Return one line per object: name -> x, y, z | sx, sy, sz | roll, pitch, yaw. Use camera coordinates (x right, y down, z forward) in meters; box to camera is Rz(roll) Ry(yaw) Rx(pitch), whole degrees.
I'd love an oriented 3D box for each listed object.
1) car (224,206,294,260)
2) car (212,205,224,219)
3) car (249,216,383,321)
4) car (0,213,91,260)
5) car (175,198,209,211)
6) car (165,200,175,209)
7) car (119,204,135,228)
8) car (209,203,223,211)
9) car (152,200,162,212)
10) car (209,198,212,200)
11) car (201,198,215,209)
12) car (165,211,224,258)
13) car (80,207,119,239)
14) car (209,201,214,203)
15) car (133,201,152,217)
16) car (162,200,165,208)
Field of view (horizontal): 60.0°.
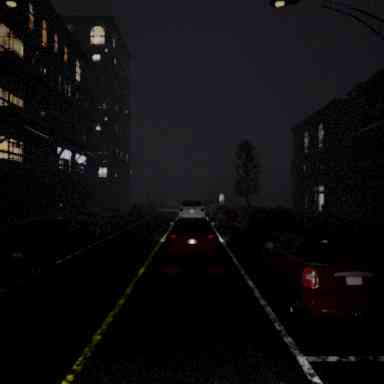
car -> 2.689, 1.452, 12.998 | 2.192, 1.841, 5.009 | 0, -1, 0
car -> 2.687, 1.840, 24.070 | 1.802, 1.307, 4.206 | 0, -1, 0
car -> 2.690, 1.520, 7.456 | 1.967, 1.590, 4.097 | 0, -1, 0
car -> -5.692, 1.703, 12.994 | 1.947, 1.339, 4.313 | 0, -1, 0
car -> 0.003, 1.523, 27.544 | 2.150, 2.045, 5.566 | 0, 0, 0
car -> -3.076, 2.174, 57.308 | 1.812, 1.442, 4.674 | 0, -1, 0
car -> -5.694, 1.808, 24.069 | 2.008, 1.369, 4.403 | 0, -1, 0
car -> 2.685, 1.887, 29.610 | 1.947, 1.339, 4.313 | 0, -1, 0
car -> -5.698, 1.957, 46.226 | 1.967, 1.590, 4.097 | 0, -1, 0
car -> 2.682, 2.110, 51.935 | 1.752, 1.417, 4.829 | 0, -1, 0
car -> 2.681, 1.963, 57.307 | 2.192, 1.841, 5.009 | 0, -1, 0
car -> 0.018, 1.707, 13.519 | 1.994, 1.385, 4.181 | 0, -1, 0
car -> -5.693, 1.747, 18.531 | 2.008, 1.369, 4.403 | 0, -1, 0
car -> 2.685, 1.938, 35.147 | 2.008, 1.369, 4.403 | 0, -1, 0
car -> -5.696, 1.827, 35.148 | 1.967, 1.590, 4.097 | 0, -1, 0
car -> -5.701, 2.237, 62.674 | 1.752, 1.417, 4.829 | 0, -1, 0
